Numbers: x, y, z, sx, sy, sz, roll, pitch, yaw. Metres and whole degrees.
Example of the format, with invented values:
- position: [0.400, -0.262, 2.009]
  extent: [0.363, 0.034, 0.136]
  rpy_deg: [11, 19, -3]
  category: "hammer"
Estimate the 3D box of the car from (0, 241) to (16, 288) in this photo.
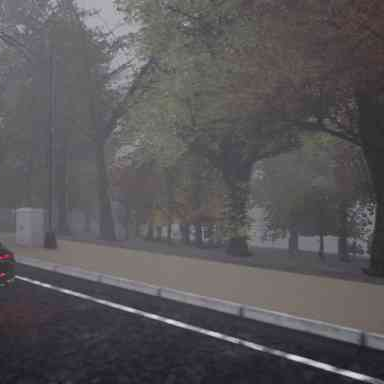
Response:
- position: [-6.166, 1.554, 8.128]
  extent: [4.892, 1.490, 1.837]
  rpy_deg: [0, 0, 36]
  category: "car"
